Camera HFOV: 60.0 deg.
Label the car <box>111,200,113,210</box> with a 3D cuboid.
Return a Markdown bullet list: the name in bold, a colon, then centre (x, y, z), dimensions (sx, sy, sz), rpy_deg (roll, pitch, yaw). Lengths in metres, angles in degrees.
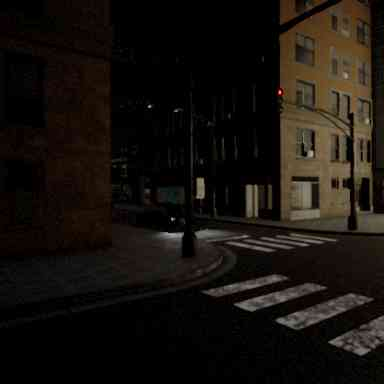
- **car**: centre (-10.330, 1.207, 36.649), dimensions (1.882, 1.535, 5.008), rpy_deg (0, 1, -36)

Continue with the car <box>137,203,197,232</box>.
- **car**: centre (-1.604, 1.371, 19.467), dimensions (1.812, 1.442, 4.674), rpy_deg (0, 1, -36)
